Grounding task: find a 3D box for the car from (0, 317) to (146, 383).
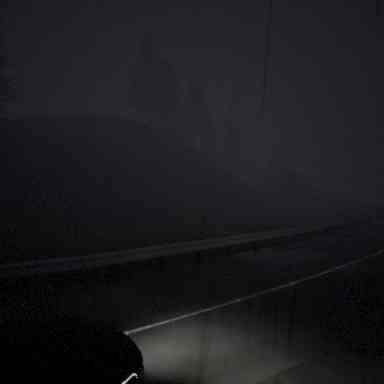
[{"bbox_3d":[-2.519,1.531,2.070,4.674,1.442,1.812,0,0,-36],"label":"car"}]
